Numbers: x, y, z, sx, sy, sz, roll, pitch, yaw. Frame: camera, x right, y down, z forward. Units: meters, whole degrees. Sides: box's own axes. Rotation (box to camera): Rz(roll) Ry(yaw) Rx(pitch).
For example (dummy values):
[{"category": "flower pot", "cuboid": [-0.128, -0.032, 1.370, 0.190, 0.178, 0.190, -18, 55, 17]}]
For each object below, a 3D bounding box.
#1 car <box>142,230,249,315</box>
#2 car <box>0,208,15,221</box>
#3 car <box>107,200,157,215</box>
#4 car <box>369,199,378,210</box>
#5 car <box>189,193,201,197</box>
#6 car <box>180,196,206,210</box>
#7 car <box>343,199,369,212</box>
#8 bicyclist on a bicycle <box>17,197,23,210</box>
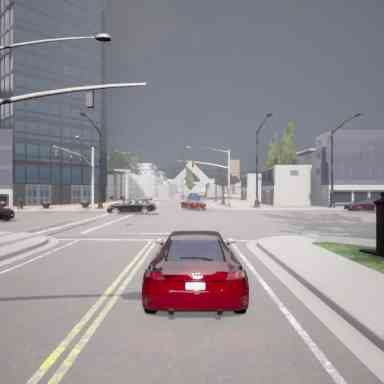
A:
[{"category": "car", "cuboid": [0.071, 1.564, 7.642, 1.994, 1.385, 4.181, 0, 0, 0]}, {"category": "car", "cuboid": [-16.612, 1.587, 26.091, 5.008, 1.535, 1.882, -1, 0, 0]}, {"category": "car", "cuboid": [-6.015, 1.525, 33.372, 4.902, 1.511, 2.128, 0, 0, 0]}, {"category": "car", "cuboid": [21.524, 1.167, 33.585, 5.566, 2.045, 2.150, 0, 0, 0]}, {"category": "car", "cuboid": [0.626, 1.225, 76.597, 2.150, 2.045, 5.566, 0, 0, 12]}, {"category": "car", "cuboid": [0.075, 1.606, 42.585, 1.895, 1.301, 4.718, 0, 0, -22]}, {"category": "car", "cuboid": [19.849, 1.502, 37.088, 5.357, 1.411, 2.033, 0, 0, -1]}, {"category": "bicyclist on a bicycle", "cuboid": [-21.999, 1.466, 42.523, 0.582, 1.620, 1.656, -1, 0, 0]}]
